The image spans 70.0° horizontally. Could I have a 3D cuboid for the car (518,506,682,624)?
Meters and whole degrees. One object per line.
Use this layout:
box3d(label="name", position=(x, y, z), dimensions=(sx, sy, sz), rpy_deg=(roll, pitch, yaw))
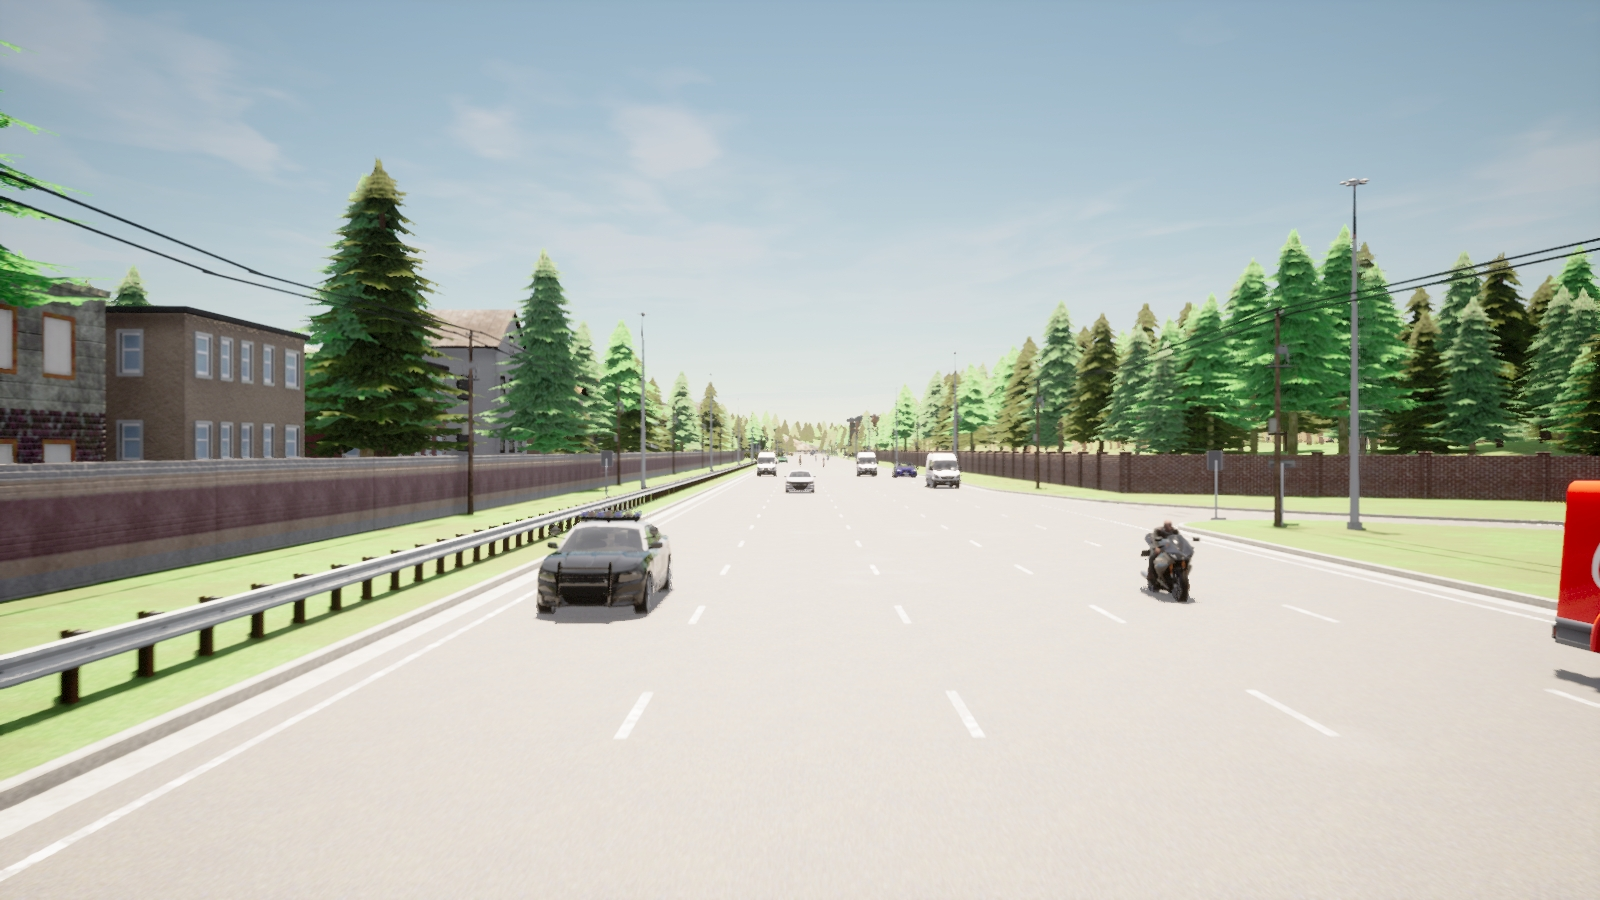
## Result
box3d(label="car", position=(-3.498, 1.982, 21.018), dimensions=(2.097, 1.638, 5.238), rpy_deg=(0, 0, 0))

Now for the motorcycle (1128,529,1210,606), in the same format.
box3d(label="motorcycle", position=(7.001, 2.205, 21.799), dimensions=(0.867, 1.251, 2.209), rpy_deg=(0, 0, 0))

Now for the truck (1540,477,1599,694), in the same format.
box3d(label="truck", position=(10.501, 1.568, 11.578), dimensions=(2.627, 2.467, 5.204), rpy_deg=(0, 0, 0))

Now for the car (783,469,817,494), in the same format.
box3d(label="car", position=(0.004, 2.034, 74.828), dimensions=(2.097, 1.535, 5.006), rpy_deg=(0, 0, 0))
